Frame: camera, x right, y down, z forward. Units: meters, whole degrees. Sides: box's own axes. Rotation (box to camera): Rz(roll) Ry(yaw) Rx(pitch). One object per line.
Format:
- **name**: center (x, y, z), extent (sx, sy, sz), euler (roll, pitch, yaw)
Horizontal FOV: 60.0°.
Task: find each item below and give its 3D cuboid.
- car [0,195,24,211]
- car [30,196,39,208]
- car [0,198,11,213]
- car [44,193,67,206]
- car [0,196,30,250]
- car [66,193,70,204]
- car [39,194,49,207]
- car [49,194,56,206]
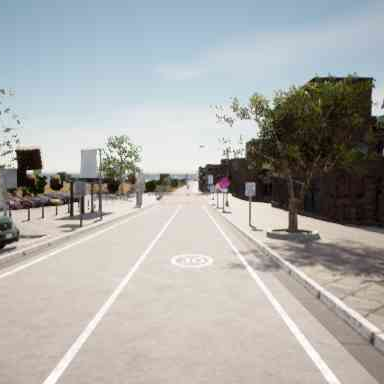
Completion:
- **car**: center (-22.132, 1.226, 38.153), extent (4.553, 1.767, 2.185), euler (0, 0, 0)
- **car**: center (-22.111, 1.346, 40.929), extent (5.008, 1.535, 2.097), euler (0, 0, 0)
- **car**: center (-22.095, 1.397, 35.377), extent (4.674, 1.452, 2.002), euler (0, 0, 0)
- **car**: center (-21.930, 1.329, 49.253), extent (5.366, 1.575, 1.946), euler (0, 0, 0)
- **car**: center (-8.956, 1.164, 11.284), extent (5.566, 2.045, 2.435), euler (0, 0, 0)
- **car**: center (-22.149, 1.357, 52.030), extent (4.792, 1.488, 2.163), euler (0, 0, 0)
- **car**: center (-22.102, 1.342, 43.704), extent (4.892, 1.521, 2.231), euler (0, 0, 0)
- **car**: center (-22.141, 1.366, 46.478), extent (4.792, 1.488, 2.163), euler (0, 0, 0)
